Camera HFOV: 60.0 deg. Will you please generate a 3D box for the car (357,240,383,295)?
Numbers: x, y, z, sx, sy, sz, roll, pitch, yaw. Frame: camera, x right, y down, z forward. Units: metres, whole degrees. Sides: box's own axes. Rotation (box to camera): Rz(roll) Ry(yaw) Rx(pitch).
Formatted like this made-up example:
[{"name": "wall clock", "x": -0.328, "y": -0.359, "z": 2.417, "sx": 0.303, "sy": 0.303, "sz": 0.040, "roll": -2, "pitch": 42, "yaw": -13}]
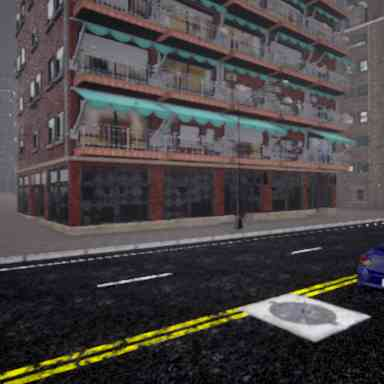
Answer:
[{"name": "car", "x": 5.501, "y": 1.527, "z": 7.467, "sx": 4.674, "sy": 1.442, "sz": 1.812, "roll": 0, "pitch": 0, "yaw": -36}]
